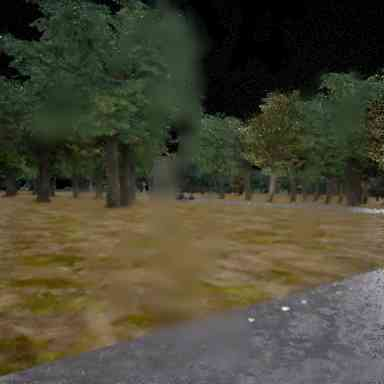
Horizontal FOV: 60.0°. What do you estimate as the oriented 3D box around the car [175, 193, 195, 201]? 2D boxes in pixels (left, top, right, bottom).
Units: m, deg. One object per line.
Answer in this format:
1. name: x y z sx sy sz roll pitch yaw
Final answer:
1. car: -1.223 0.844 60.542 1.994 1.385 4.181 0 1 -36
